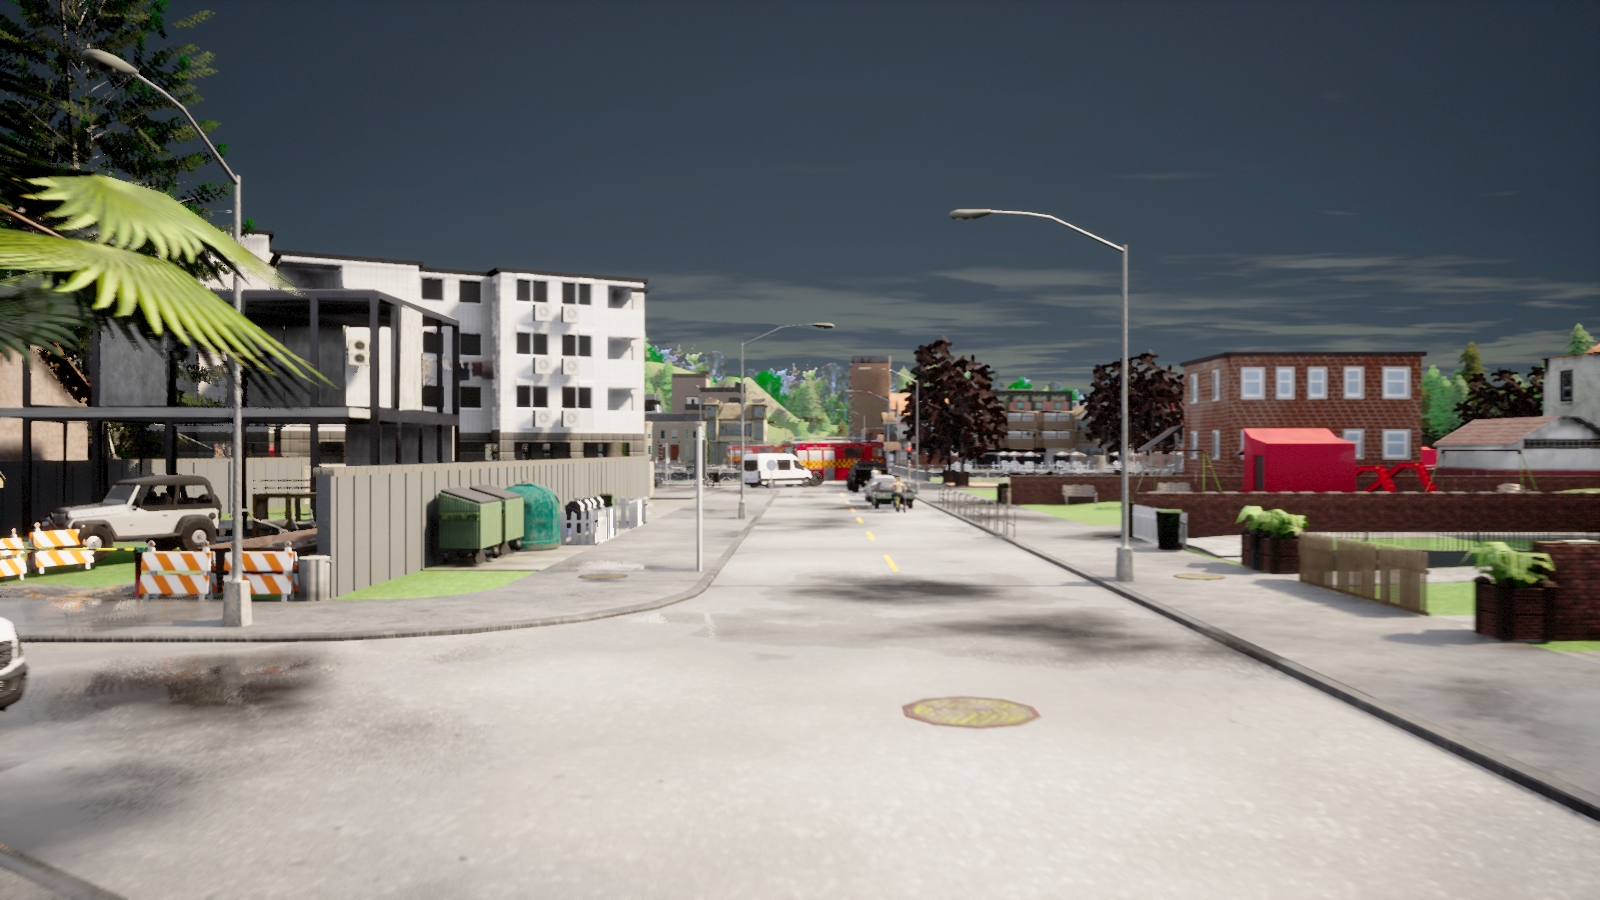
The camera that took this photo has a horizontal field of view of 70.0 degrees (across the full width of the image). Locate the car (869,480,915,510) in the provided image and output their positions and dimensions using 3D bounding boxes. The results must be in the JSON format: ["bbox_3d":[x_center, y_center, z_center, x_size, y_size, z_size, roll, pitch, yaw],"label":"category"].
[{"bbox_3d":[4.440,2.154,55.746,1.895,1.301,4.718,0,0,1],"label":"car"}]

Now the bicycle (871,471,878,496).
[{"bbox_3d":[4.626,2.055,70.885,0.373,1.496,1.643,0,0,1],"label":"bicycle"}]

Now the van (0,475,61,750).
[{"bbox_3d":[-10.465,1.538,10.616,5.915,2.561,1.988,0,0,0],"label":"van"}]

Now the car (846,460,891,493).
[{"bbox_3d":[4.546,1.753,76.890,2.390,2.098,6.274,0,0,-2],"label":"car"}]

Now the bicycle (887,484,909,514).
[{"bbox_3d":[4.356,2.157,50.931,0.859,1.276,1.487,0,0,0],"label":"bicycle"}]

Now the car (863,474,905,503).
[{"bbox_3d":[4.541,2.081,62.288,2.002,1.442,4.674,0,0,1],"label":"car"}]
